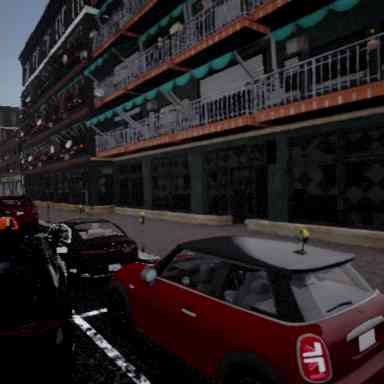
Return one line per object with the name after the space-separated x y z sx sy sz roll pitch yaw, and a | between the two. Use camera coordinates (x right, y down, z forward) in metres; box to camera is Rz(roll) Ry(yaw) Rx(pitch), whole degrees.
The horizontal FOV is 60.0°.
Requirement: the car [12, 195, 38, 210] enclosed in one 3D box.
-9.756 1.100 18.008 2.192 1.841 5.009 -2 2 -37 | car

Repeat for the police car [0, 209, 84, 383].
-2.953 1.357 5.068 1.930 1.638 5.238 -3 2 -24 | police car

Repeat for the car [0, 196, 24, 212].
-8.314 1.222 13.087 2.097 1.767 4.553 -2 2 -37 | car

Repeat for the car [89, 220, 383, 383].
0.371 1.308 4.468 1.967 1.590 4.097 -2 2 -37 | car

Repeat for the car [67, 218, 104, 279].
-3.000 1.391 8.984 2.008 1.369 4.403 -2 2 -37 | car
